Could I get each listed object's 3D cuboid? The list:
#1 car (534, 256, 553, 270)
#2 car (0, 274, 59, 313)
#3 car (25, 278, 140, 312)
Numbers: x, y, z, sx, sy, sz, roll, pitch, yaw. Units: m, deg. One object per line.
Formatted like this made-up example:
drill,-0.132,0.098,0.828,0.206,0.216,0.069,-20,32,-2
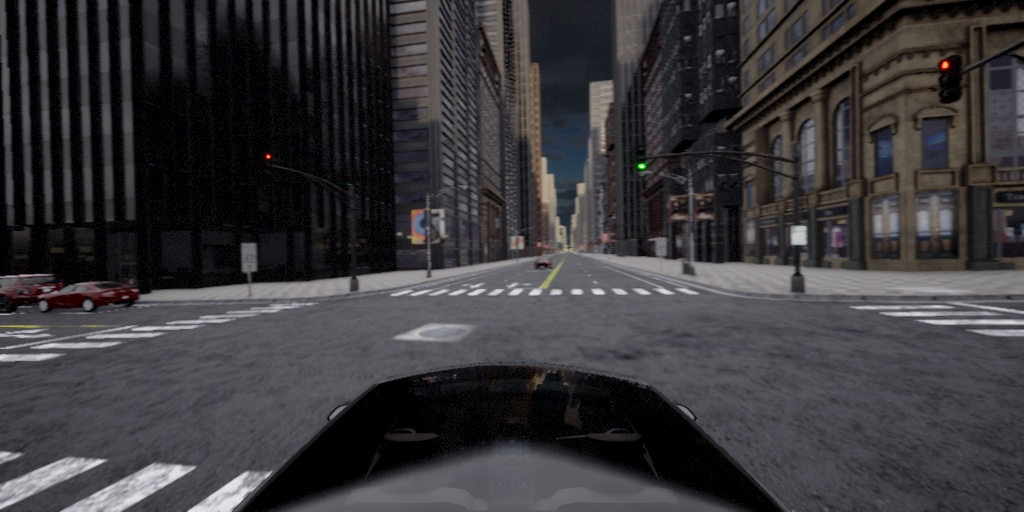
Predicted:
car,3.947,0.736,44.868,2.097,1.767,4.553,-1,0,9
car,-26.290,1.930,18.896,5.009,1.841,2.192,0,0,9
car,-21.271,1.982,18.078,4.507,1.381,1.888,0,0,9
